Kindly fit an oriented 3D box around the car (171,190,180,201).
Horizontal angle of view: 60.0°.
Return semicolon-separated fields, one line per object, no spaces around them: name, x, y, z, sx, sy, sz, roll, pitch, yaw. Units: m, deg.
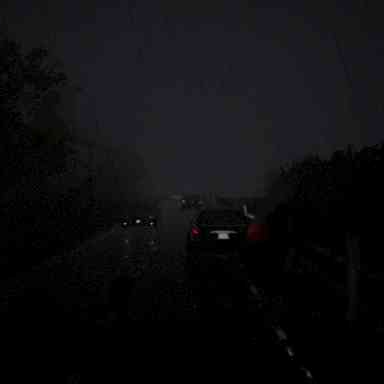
car;-2.833;0.806;60.182;1.812;1.442;4.674;0;1;0

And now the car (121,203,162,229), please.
car;-2.861;1.342;19.659;1.994;1.385;4.181;0;1;0

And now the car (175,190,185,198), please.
car;-2.796;0.386;78.421;2.097;1.767;4.553;0;1;0

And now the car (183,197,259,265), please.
car;0.894;1.225;11.363;2.097;1.767;4.553;0;1;1

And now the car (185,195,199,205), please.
car;0.013;1.059;46.459;1.895;1.301;4.718;0;1;0

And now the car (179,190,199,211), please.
car;0.025;0.963;33.918;2.097;1.767;4.553;0;1;1
